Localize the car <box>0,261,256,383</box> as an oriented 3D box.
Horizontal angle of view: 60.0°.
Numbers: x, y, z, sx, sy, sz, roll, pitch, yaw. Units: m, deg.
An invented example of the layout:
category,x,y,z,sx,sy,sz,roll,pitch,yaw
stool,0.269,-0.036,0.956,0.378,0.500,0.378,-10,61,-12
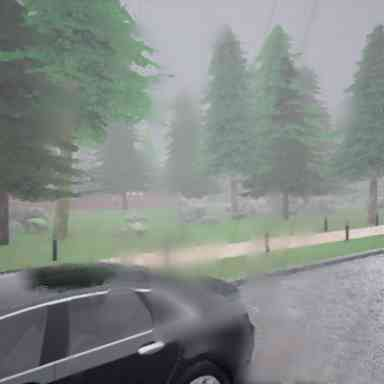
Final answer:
category,x,y,z,sx,sy,sz,roll,pitch,yaw
car,-1.578,1.503,2.871,4.892,1.490,1.837,-1,1,-36
